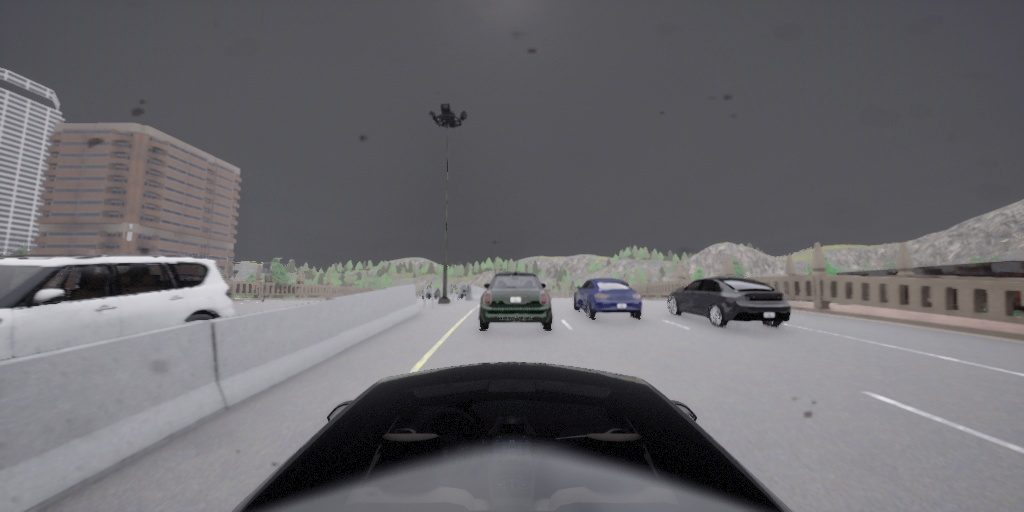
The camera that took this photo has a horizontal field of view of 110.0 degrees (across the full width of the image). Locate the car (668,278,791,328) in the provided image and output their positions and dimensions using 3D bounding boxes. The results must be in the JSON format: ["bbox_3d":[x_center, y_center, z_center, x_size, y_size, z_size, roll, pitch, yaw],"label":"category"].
[{"bbox_3d":[7.105,1.485,12.326,1.837,1.490,4.892,0,-2,0],"label":"car"}]

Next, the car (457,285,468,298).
[{"bbox_3d":[-7.031,5.473,55.485,2.150,2.045,5.566,0,-6,1],"label":"car"}]

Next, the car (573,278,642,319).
[{"bbox_3d":[3.606,1.591,14.064,1.812,1.442,4.674,0,-3,0],"label":"car"}]

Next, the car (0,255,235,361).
[{"bbox_3d":[-7.098,0.990,5.463,2.150,2.045,5.566,0,-1,0],"label":"car"}]

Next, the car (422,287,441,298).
[{"bbox_3d":[-10.555,4.908,47.845,1.837,1.490,4.892,0,-7,0],"label":"car"}]

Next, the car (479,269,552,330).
[{"bbox_3d":[0.105,1.322,12.049,2.097,1.767,4.553,0,-2,0],"label":"car"}]
